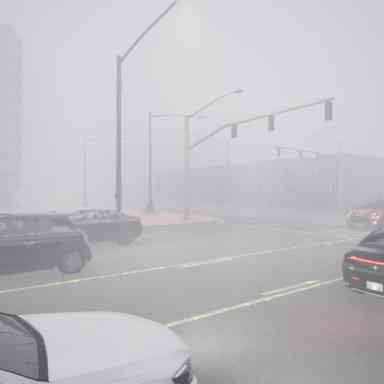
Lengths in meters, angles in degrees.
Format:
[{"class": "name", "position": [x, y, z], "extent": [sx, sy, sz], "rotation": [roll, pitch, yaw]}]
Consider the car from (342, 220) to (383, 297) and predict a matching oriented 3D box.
[{"class": "car", "position": [5.376, 1.505, 7.574], "extent": [4.892, 1.490, 1.837], "rotation": [0, 0, -35]}]

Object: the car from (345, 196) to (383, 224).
[{"class": "car", "position": [11.628, 1.351, 20.803], "extent": [4.553, 1.767, 2.097], "rotation": [0, 0, -35]}]

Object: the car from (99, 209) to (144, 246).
[{"class": "car", "position": [-4.397, 1.491, 13.739], "extent": [4.902, 1.511, 2.128], "rotation": [0, 0, -35]}]

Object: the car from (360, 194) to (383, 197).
[{"class": "car", "position": [14.951, 1.220, 27.451], "extent": [5.566, 2.045, 2.150], "rotation": [0, 0, -36]}]

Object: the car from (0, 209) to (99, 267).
[{"class": "car", "position": [-5.144, 1.352, 8.920], "extent": [4.553, 1.767, 2.097], "rotation": [0, 0, -35]}]

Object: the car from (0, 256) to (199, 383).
[{"class": "car", "position": [-2.103, 1.526, 2.248], "extent": [4.674, 1.442, 1.812], "rotation": [0, 0, -35]}]
